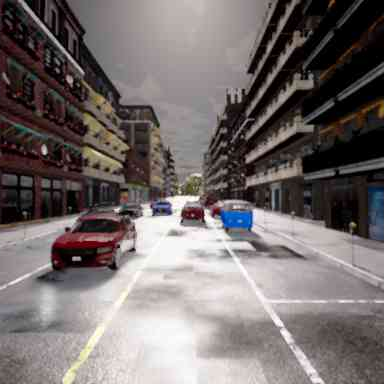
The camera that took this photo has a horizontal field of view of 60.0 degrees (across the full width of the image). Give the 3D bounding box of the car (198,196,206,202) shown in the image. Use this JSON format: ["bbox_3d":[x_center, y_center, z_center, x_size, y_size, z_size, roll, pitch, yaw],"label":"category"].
[{"bbox_3d":[2.673,1.890,87.438,2.008,1.369,4.403,1,0,0],"label":"car"}]

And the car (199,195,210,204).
[{"bbox_3d":[2.682,1.588,70.726,2.192,1.841,5.009,1,0,0],"label":"car"}]

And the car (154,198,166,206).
[{"bbox_3d":[-5.698,1.815,59.620,1.802,1.307,4.206,1,0,0],"label":"car"}]

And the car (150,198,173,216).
[{"bbox_3d":[-3.045,1.613,35.025,1.882,1.535,5.008,0,0,1],"label":"car"}]

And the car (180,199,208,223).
[{"bbox_3d":[0.068,1.581,26.827,1.882,1.535,5.008,0,0,0],"label":"car"}]

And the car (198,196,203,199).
[{"bbox_3d":[0.077,1.671,46.727,2.128,1.511,4.902,0,0,0],"label":"car"}]

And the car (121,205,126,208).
[{"bbox_3d":[-5.685,1.648,20.623,1.947,1.339,4.313,1,0,0],"label":"car"}]

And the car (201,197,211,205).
[{"bbox_3d":[2.681,1.777,65.324,1.752,1.417,4.829,1,0,0],"label":"car"}]

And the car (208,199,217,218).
[{"bbox_3d":[2.691,1.666,31.728,1.887,1.381,4.507,1,0,0],"label":"car"}]

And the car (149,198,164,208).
[{"bbox_3d":[-5.696,1.756,54.050,1.887,1.381,4.507,1,0,0],"label":"car"}]

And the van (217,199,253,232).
[{"bbox_3d":[2.697,1.419,20.588,1.690,1.788,3.998,1,0,0],"label":"van"}]

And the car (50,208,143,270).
[{"bbox_3d":[-3.092,1.523,11.409,1.882,1.535,5.008,0,0,0],"label":"car"}]

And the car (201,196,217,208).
[{"bbox_3d":[2.687,1.522,54.012,2.192,1.841,5.009,1,0,0],"label":"car"}]

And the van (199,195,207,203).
[{"bbox_3d":[2.678,1.659,81.868,1.690,1.788,3.998,1,0,0],"label":"van"}]

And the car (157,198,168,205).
[{"bbox_3d":[-5.700,1.837,65.191,1.802,1.307,4.206,1,0,0],"label":"car"}]

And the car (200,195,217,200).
[{"bbox_3d":[2.689,1.501,48.442,2.192,1.841,5.009,1,0,0],"label":"car"}]

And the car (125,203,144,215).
[{"bbox_3d":[-5.689,1.690,31.765,1.947,1.339,4.313,1,0,0],"label":"car"}]
